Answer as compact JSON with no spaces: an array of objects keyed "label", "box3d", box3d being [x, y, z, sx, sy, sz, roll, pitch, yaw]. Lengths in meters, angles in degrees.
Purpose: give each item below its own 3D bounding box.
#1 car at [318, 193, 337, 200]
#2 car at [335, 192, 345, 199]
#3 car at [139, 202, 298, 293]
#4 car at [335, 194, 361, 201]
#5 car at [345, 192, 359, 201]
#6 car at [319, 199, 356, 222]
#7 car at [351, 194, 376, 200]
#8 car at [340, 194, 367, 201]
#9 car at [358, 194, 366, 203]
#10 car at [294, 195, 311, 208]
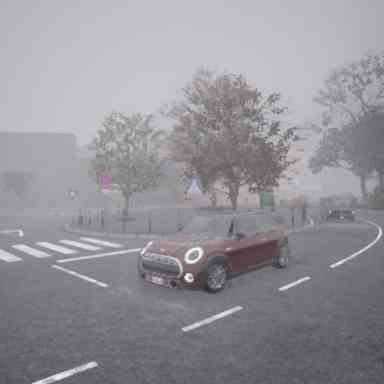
[{"label":"car","box3d":[19.121,1.329,47.357,1.837,1.490,4.892,-2,-1,20]},{"label":"car","box3d":[24.417,0.836,58.363,4.553,1.767,2.097,0,0,-42]},{"label":"car","box3d":[0.766,1.331,8.988,2.097,1.767,4.553,-1,0,44]},{"label":"car","box3d":[34.298,1.283,73.165,2.002,1.452,4.674,-1,0,-42]},{"label":"car","box3d":[32.176,1.011,71.297,2.435,2.045,5.566,0,0,-42]},{"label":"car","box3d":[10.637,1.422,24.493,1.895,1.301,4.718,-1,0,15]},{"label":"car","box3d":[40.607,1.222,78.828,2.002,1.452,4.674,-1,0,-42]},{"label":"car","box3d":[36.400,1.224,75.056,2.097,1.535,5.008,-1,0,-42]},{"label":"car","box3d":[33.648,1.236,62.277,5.008,1.535,1.882,0,0,-42]},{"label":"car","box3d":[15.011,1.205,45.245,2.097,1.767,4.553,-1,0,17]}]
